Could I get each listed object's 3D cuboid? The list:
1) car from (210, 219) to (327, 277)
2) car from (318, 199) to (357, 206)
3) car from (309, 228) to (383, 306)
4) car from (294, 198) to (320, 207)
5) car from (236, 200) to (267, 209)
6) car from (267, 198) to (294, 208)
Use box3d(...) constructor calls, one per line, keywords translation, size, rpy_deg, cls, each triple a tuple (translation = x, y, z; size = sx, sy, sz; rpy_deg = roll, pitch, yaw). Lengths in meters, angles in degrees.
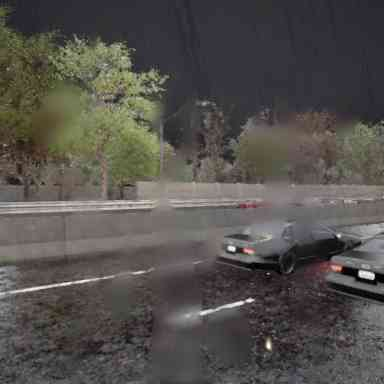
box3d(translation=(3.094, 1.544, 10.256), size=(5.357, 1.411, 2.033), rpy_deg=(0, 0, -35), cls="car")
box3d(translation=(14.358, 1.598, 31.421), size=(4.718, 1.301, 1.895), rpy_deg=(0, 0, -35), cls="car")
box3d(translation=(5.192, 1.544, 7.452), size=(5.357, 1.411, 2.033), rpy_deg=(0, 0, -35), cls="car")
box3d(translation=(13.258, 1.502, 34.930), size=(4.892, 1.490, 1.837), rpy_deg=(0, 0, -35), cls="car")
box3d(translation=(7.424, 1.597, 39.140), size=(4.718, 1.301, 1.895), rpy_deg=(0, 0, -37), cls="car")
box3d(translation=(11.217, 1.502, 37.773), size=(4.892, 1.490, 1.837), rpy_deg=(0, 0, -35), cls="car")
